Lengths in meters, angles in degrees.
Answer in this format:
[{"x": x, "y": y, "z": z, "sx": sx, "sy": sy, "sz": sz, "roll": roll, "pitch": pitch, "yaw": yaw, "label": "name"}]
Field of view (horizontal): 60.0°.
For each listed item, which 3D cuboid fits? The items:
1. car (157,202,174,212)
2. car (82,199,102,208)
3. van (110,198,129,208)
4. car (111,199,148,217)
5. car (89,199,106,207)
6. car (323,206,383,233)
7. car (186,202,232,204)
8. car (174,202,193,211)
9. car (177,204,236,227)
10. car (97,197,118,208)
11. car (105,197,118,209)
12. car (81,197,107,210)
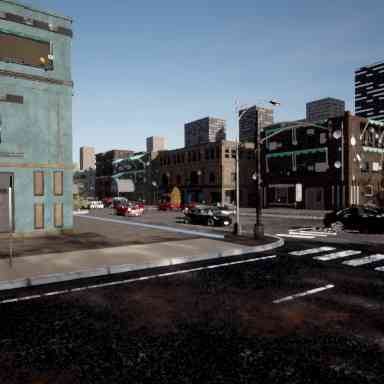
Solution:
[{"x": -3.262, "y": 1.966, "z": 45.648, "sx": 1.802, "sy": 1.307, "sz": 4.206, "roll": -2, "pitch": 0, "yaw": -36, "label": "car"}, {"x": -19.167, "y": 2.159, "z": 63.466, "sx": 2.128, "sy": 1.511, "sz": 4.902, "roll": -1, "pitch": 0, "yaw": -36, "label": "car"}, {"x": -12.922, "y": 1.907, "z": 59.158, "sx": 1.690, "sy": 1.788, "sz": 3.998, "roll": -1, "pitch": 0, "yaw": -36, "label": "van"}, {"x": -6.865, "y": 1.846, "z": 36.271, "sx": 1.967, "sy": 1.590, "sz": 4.097, "roll": -1, "pitch": 0, "yaw": -36, "label": "car"}, {"x": -19.354, "y": 2.227, "z": 68.165, "sx": 1.887, "sy": 1.381, "sz": 4.507, "roll": -1, "pitch": 0, "yaw": -36, "label": "car"}, {"x": 9.882, "y": 1.538, "z": 18.599, "sx": 4.892, "sy": 1.490, "sz": 1.837, "roll": -3, "pitch": -1, "yaw": 44, "label": "car"}, {"x": 1.431, "y": 1.859, "z": 29.138, "sx": 1.895, "sy": 1.301, "sz": 4.718, "roll": -1, "pitch": 0, "yaw": -36, "label": "car"}, {"x": -0.044, "y": 1.903, "z": 41.146, "sx": 1.802, "sy": 1.307, "sz": 4.206, "roll": -2, "pitch": 0, "yaw": -36, "label": "car"}, {"x": 1.107, "y": 1.814, "z": 24.910, "sx": 1.947, "sy": 1.339, "sz": 4.313, "roll": -2, "pitch": 0, "yaw": -36, "label": "car"}, {"x": -16.141, "y": 1.940, "z": 63.662, "sx": 2.192, "sy": 1.841, "sz": 5.009, "roll": -1, "pitch": 0, "yaw": -36, "label": "car"}, {"x": -11.711, "y": 2.035, "z": 53.029, "sx": 1.837, "sy": 1.490, "sz": 4.892, "roll": -1, "pitch": 0, "yaw": -35, "label": "car"}, {"x": -16.294, "y": 1.911, "z": 54.107, "sx": 2.150, "sy": 2.045, "sz": 5.566, "roll": -1, "pitch": 0, "yaw": -36, "label": "car"}]
